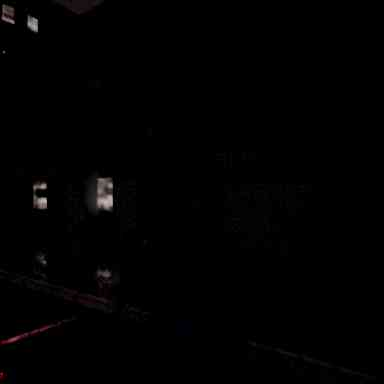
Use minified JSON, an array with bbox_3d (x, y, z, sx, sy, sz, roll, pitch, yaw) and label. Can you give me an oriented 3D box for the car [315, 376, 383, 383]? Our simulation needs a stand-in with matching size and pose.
[{"bbox_3d":[2.534,1.527,1.075,4.829,1.417,1.752,0,0,35],"label":"car"}]
